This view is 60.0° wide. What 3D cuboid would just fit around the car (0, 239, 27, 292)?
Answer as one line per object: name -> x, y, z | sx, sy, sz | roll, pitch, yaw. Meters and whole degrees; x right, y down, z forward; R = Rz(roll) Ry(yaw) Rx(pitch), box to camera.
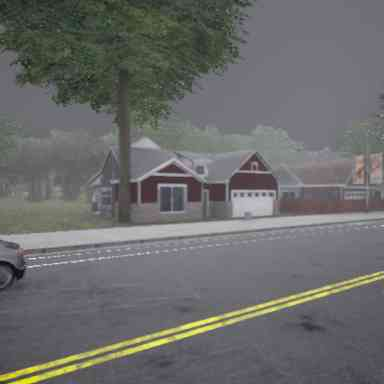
car -> -5.988, 1.560, 7.348 | 4.181, 1.385, 1.994 | 0, 0, -35
